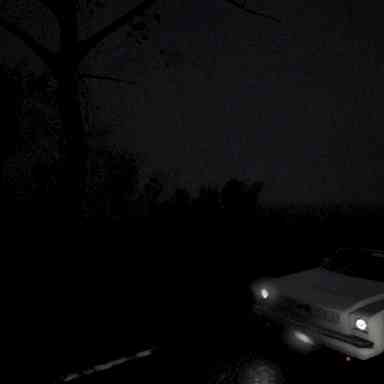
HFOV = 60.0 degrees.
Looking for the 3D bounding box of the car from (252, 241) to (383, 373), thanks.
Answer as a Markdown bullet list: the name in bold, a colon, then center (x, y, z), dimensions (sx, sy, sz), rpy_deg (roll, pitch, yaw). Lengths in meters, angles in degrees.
- **car**: center (3.241, 1.603, 5.672), dimensions (4.718, 1.301, 1.895), rpy_deg (0, 0, -36)
